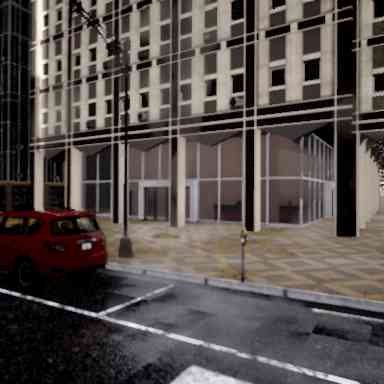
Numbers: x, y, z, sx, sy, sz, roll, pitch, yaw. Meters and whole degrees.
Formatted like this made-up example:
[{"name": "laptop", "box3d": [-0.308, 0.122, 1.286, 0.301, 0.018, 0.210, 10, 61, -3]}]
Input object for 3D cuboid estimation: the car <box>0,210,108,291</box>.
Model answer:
[{"name": "car", "box3d": [-4.602, 1.423, 9.353, 5.009, 1.841, 2.192, -1, 0, 32]}]
